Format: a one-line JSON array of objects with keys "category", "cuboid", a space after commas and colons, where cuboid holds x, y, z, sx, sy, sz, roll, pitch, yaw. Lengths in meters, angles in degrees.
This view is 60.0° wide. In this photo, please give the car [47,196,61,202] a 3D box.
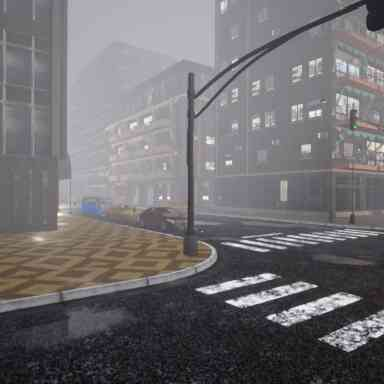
[{"category": "car", "cuboid": [-31.205, 1.490, 75.313, 1.947, 1.339, 4.313, 0, 0, -36]}]

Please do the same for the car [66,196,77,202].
[{"category": "car", "cuboid": [-21.405, 1.448, 61.645, 1.752, 1.417, 4.829, 0, 0, -36]}]

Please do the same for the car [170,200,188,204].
[{"category": "car", "cuboid": [-1.603, 1.488, 34.029, 1.752, 1.417, 4.829, 0, 0, -36]}]

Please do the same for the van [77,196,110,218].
[{"category": "van", "cuboid": [-8.313, 1.266, 29.008, 1.690, 1.788, 3.998, 0, 0, -36]}]

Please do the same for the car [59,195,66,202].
[{"category": "car", "cuboid": [-27.906, 1.361, 70.712, 1.967, 1.590, 4.097, 0, 0, -36]}]

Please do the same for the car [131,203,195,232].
[{"category": "car", "cuboid": [-1.713, 1.526, 19.803, 1.802, 1.307, 4.206, 0, 0, -36]}]

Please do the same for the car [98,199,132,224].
[{"category": "car", "cuboid": [-4.914, 1.459, 24.267, 1.752, 1.417, 4.829, 0, 0, -36]}]
